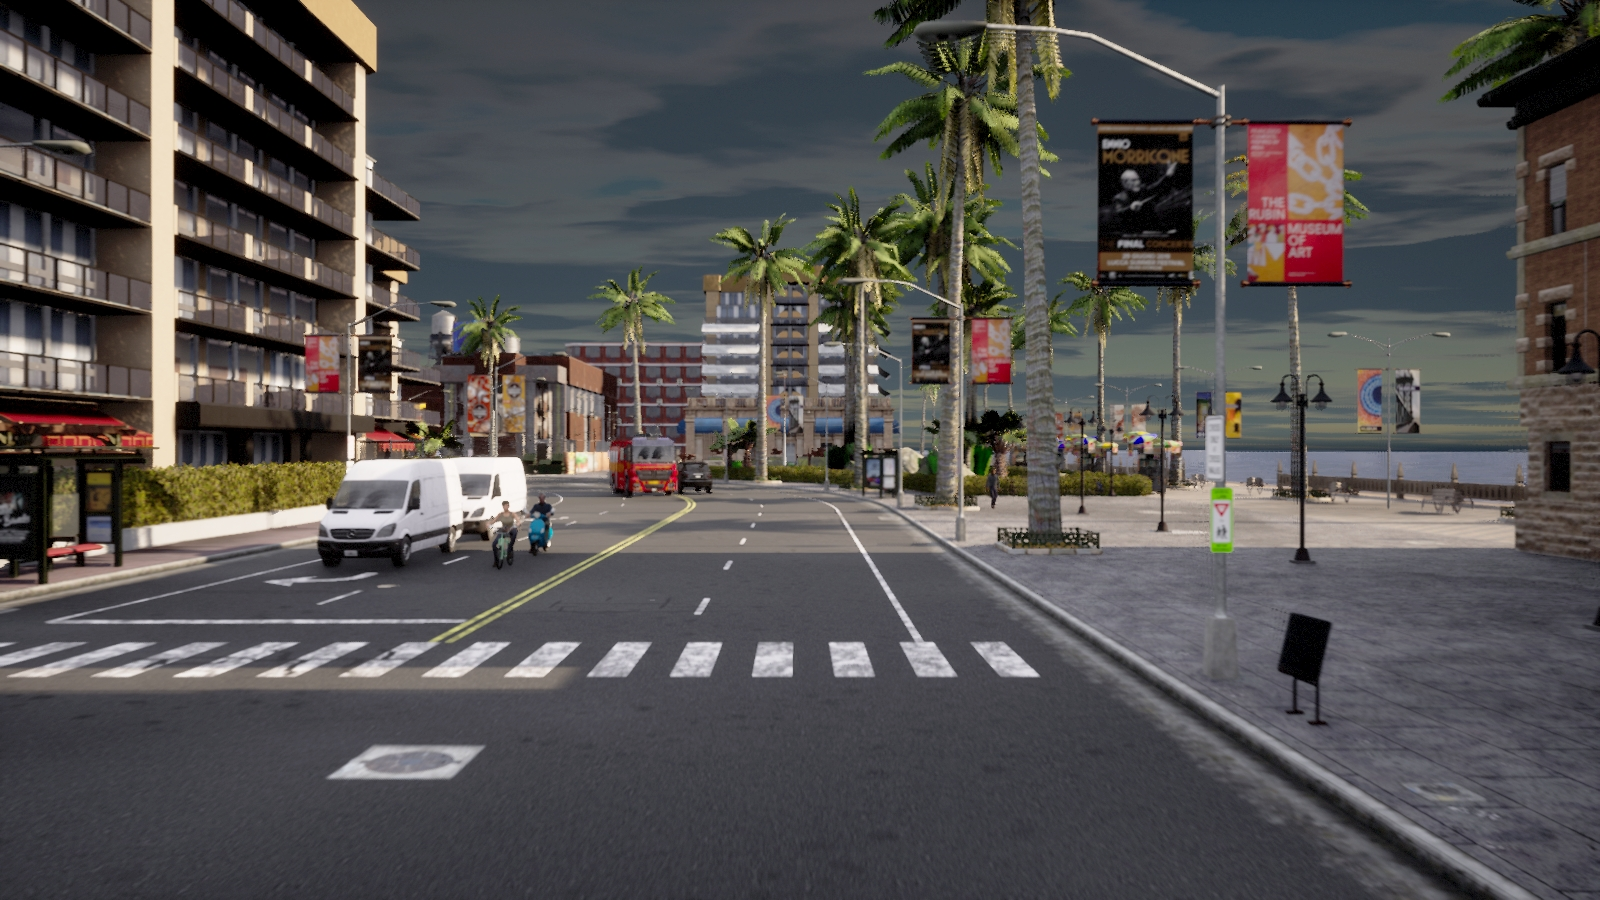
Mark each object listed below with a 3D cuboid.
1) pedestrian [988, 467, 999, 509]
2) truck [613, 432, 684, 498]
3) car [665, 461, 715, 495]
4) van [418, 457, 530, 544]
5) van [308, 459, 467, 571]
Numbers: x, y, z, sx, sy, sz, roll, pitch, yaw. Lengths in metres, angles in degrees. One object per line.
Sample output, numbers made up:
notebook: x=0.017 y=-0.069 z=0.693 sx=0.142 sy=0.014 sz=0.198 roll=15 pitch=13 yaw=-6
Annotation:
pedestrian: x=8.599 y=1.696 z=50.801 sx=0.375 sy=1.860 sz=0.375 roll=0 pitch=0 yaw=-7
truck: x=-9.516 y=0.891 z=70.957 sx=2.891 sy=3.827 sz=8.468 roll=0 pitch=0 yaw=-18
car: x=-7.261 y=1.780 z=74.603 sx=2.150 sy=2.045 sz=5.566 roll=0 pitch=0 yaw=-17
van: x=-10.500 y=1.534 z=37.293 sx=1.988 sy=2.561 sz=5.915 roll=0 pitch=0 yaw=0
van: x=-10.494 y=1.534 z=29.634 sx=1.988 sy=2.561 sz=5.915 roll=0 pitch=0 yaw=0
